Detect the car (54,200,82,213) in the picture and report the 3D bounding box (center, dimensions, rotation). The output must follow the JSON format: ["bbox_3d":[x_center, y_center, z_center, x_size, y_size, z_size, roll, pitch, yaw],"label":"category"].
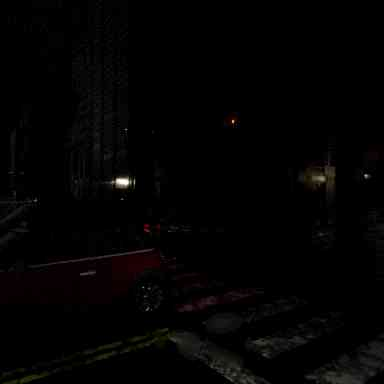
[{"bbox_3d":[-15.490,1.724,41.394,2.033,1.411,5.357,1,-1,-34],"label":"car"}]

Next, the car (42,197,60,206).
[{"bbox_3d":[-26.507,1.802,62.419,2.128,1.511,4.902,1,-1,-36],"label":"car"}]

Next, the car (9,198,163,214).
[{"bbox_3d":[-3.796,1.222,8.959,5.566,2.045,2.150,0,0,-35],"label":"car"}]

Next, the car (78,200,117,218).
[{"bbox_3d":[-9.339,1.619,32.705,2.128,1.511,4.902,1,-1,-36],"label":"car"}]

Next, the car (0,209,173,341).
[{"bbox_3d":[-2.662,1.352,5.777,4.553,1.767,2.097,0,0,-35],"label":"car"}]
